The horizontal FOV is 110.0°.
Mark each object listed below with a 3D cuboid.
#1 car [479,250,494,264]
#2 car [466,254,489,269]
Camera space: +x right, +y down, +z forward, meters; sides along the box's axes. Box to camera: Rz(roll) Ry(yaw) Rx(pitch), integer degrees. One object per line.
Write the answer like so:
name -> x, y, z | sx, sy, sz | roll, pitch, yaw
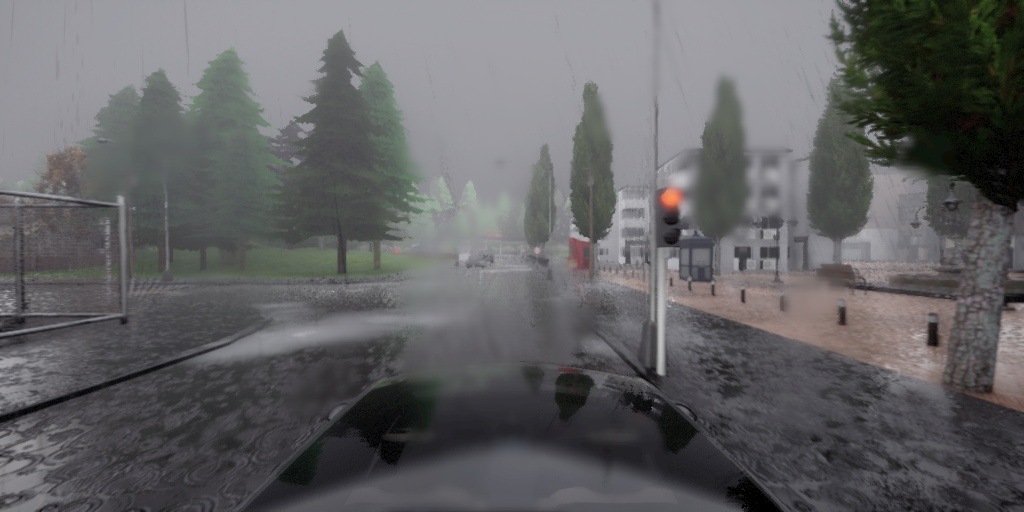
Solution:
car -> -4.005, 0.117, 56.839 | 2.150, 2.045, 5.566 | 0, 1, 1
car -> -4.066, 0.749, 40.556 | 1.895, 1.301, 4.718 | 0, 1, 0
